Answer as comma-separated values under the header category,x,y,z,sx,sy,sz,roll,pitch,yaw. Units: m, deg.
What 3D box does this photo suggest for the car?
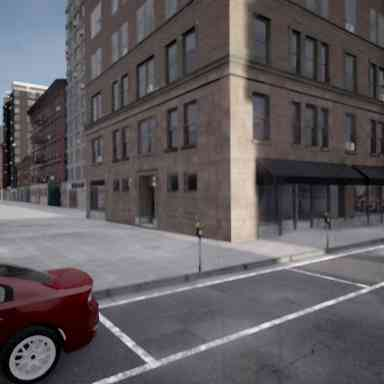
category,x,y,z,sx,sy,sz,roll,pitch,yaw
car,-3.375,1.550,3.780,4.507,1.381,1.887,-1,0,-36
